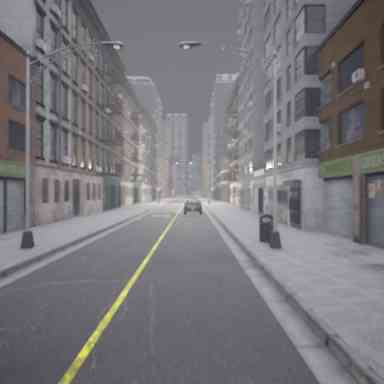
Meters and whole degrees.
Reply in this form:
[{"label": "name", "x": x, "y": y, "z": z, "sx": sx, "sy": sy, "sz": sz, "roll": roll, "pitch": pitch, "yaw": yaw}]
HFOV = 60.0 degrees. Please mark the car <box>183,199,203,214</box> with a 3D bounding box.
[{"label": "car", "x": 0.094, "y": 1.490, "z": 35.060, "sx": 2.128, "sy": 1.511, "sz": 4.902, "roll": 0, "pitch": 0, "yaw": 0}]
